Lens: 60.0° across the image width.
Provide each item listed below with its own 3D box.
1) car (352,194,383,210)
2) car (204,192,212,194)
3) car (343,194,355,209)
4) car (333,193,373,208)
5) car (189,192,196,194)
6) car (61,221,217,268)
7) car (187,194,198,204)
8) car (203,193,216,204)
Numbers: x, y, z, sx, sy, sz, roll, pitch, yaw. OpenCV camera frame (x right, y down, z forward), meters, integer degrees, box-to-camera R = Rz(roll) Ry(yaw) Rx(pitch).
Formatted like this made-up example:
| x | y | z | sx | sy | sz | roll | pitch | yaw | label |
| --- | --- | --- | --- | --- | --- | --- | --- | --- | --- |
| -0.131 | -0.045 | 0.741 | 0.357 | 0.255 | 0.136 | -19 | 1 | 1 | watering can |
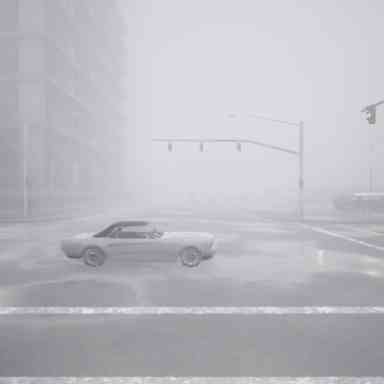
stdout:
| x | y | z | sx | sy | sz | roll | pitch | yaw | label |
| --- | --- | --- | --- | --- | --- | --- | --- | --- | --- |
| 25.250 | 1.439 | 46.673 | 3.806 | 1.475 | 1.970 | 0 | 0 | 1 | car |
| 3.619 | 1.069 | 73.898 | 2.150 | 2.045 | 5.566 | 0 | 0 | 0 | car |
| 25.288 | 1.407 | 49.567 | 3.905 | 1.438 | 1.784 | 0 | 0 | 1 | car |
| 25.273 | 1.196 | 52.251 | 4.605 | 1.855 | 1.932 | 0 | 0 | 1 | car |
| 0.119 | 1.069 | 73.918 | 2.150 | 2.045 | 5.566 | 0 | 0 | 0 | car |
| -1.568 | 1.623 | 10.793 | 4.718 | 1.301 | 1.895 | 0 | 0 | 1 | car |
| 0.057 | 1.531 | 63.467 | 2.033 | 1.411 | 5.357 | 0 | 0 | 0 | car |
| 3.559 | 1.509 | 63.863 | 1.812 | 1.442 | 4.674 | 0 | 0 | 0 | car |
